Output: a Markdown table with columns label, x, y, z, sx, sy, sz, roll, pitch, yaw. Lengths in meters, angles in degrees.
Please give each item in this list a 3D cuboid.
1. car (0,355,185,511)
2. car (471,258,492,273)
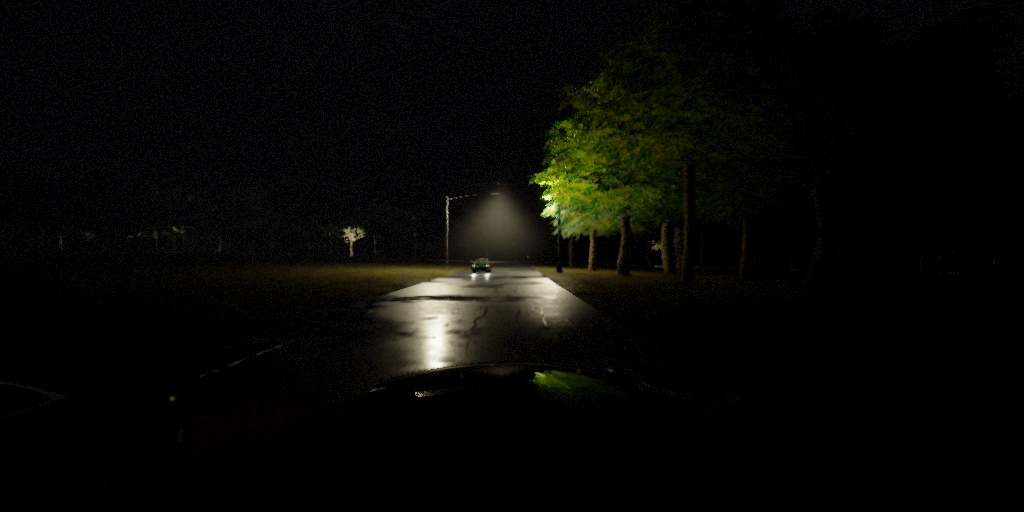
| label | x | y | z | sx | sy | sz | roll | pitch | yaw |
| --- | --- | --- | --- | --- | --- | --- | --- | --- | --- |
| car | -3.601 | 1.234 | 0.836 | 2.128 | 1.511 | 4.902 | 0 | -1 | 0 |
| car | -3.582 | 1.057 | 42.665 | 2.097 | 1.767 | 4.553 | 0 | 0 | 0 |
